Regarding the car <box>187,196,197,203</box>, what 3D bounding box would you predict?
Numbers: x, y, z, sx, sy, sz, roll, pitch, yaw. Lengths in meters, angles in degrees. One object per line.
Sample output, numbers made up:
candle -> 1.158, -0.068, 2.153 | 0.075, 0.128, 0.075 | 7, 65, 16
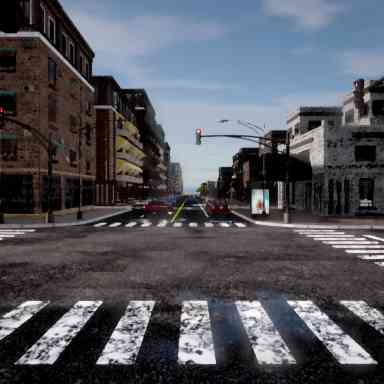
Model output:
car -> -0.041, 1.593, 70.303 | 2.033, 1.411, 5.357 | 0, 0, 0

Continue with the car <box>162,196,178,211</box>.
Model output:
car -> -3.170, 1.560, 40.947 | 2.033, 1.411, 5.357 | 0, 0, 0

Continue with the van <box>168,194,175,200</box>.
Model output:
van -> -5.873, 1.430, 94.485 | 1.690, 1.788, 3.998 | -1, 0, 0

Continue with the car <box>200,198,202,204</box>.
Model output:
car -> 2.594, 1.571, 48.940 | 2.008, 1.369, 4.403 | 0, 0, 0

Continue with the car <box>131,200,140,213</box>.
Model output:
car -> -5.765, 1.561, 37.518 | 2.008, 1.369, 4.403 | 0, 0, 0

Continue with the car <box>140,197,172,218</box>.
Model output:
car -> -3.154, 1.482, 30.252 | 1.882, 1.535, 5.008 | 0, 0, 0

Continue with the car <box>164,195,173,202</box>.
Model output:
car -> -5.850, 1.592, 82.921 | 1.752, 1.417, 4.829 | -1, 0, 0

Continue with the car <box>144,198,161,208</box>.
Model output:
car -> -5.786, 1.571, 48.912 | 2.008, 1.369, 4.403 | 0, 0, 0

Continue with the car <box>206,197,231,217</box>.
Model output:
car -> 2.625, 1.446, 31.849 | 1.967, 1.590, 4.097 | 0, 0, 0

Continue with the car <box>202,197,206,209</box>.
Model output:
car -> 2.605, 1.597, 43.243 | 1.802, 1.307, 4.206 | 0, 0, 0

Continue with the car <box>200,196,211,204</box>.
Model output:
car -> 2.563, 1.591, 66.030 | 2.008, 1.369, 4.403 | -1, 0, 0
